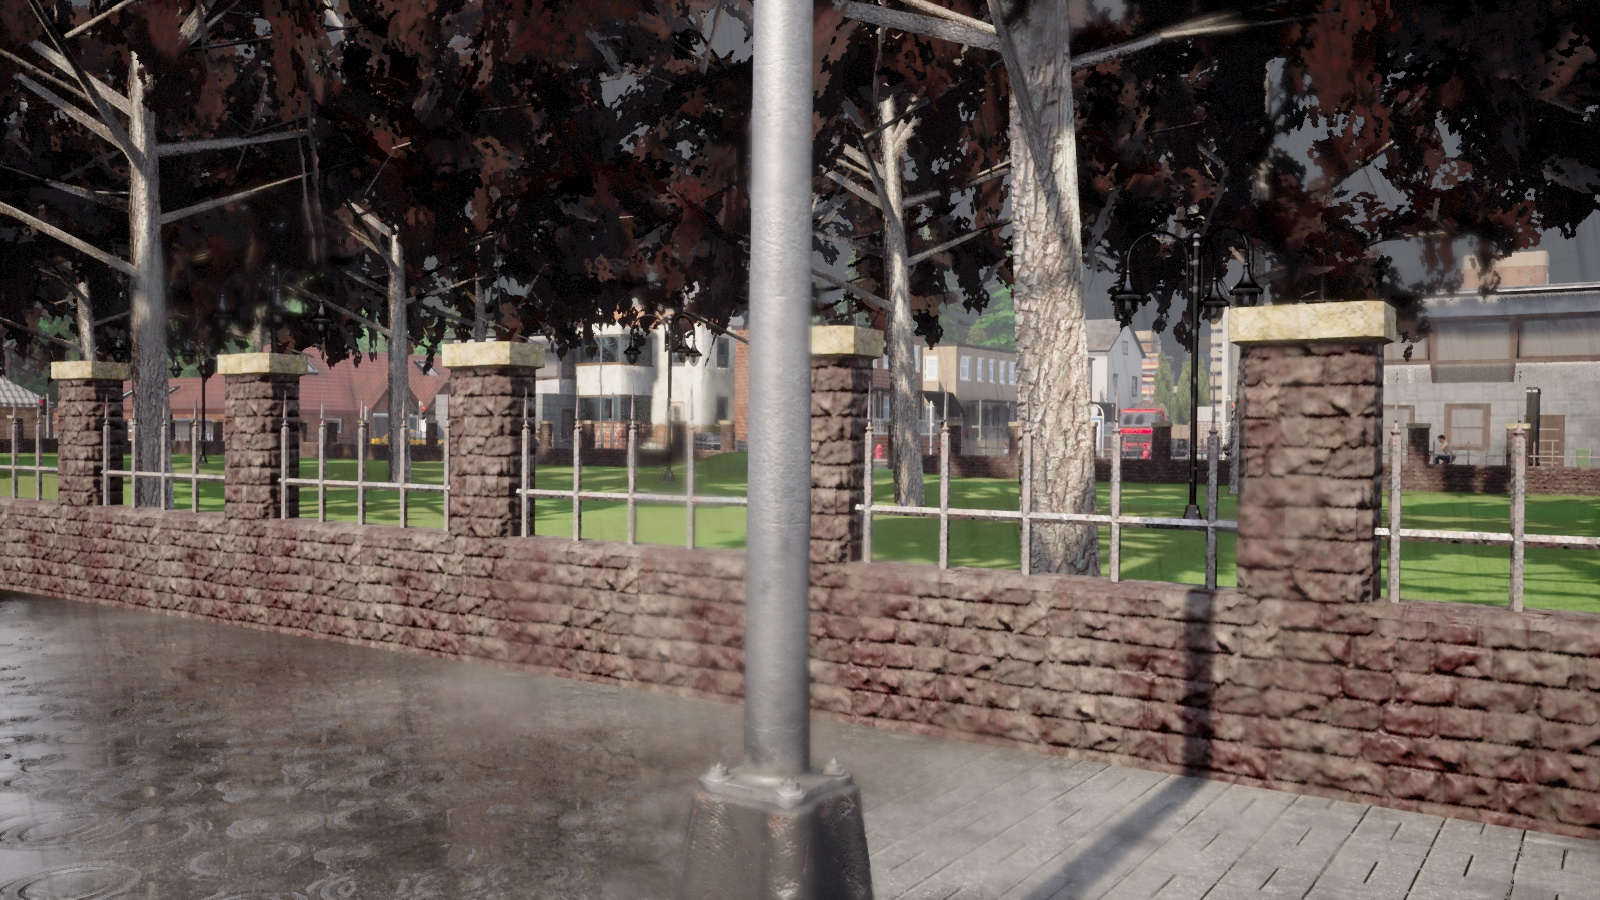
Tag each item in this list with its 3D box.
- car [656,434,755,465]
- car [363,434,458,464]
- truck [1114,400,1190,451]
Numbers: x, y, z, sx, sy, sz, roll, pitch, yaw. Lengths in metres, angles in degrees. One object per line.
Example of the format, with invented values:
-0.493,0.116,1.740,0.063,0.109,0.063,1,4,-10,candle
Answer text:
-4.667,-0.043,61.668,4.674,1.442,1.812,0,1,33,car
-21.030,-0.066,67.794,5.366,1.575,1.801,0,1,32,car
25.143,-1.698,89.344,2.891,3.462,7.936,0,1,34,truck
